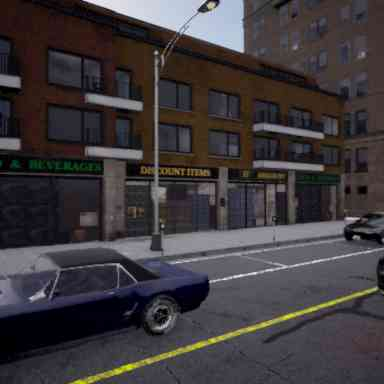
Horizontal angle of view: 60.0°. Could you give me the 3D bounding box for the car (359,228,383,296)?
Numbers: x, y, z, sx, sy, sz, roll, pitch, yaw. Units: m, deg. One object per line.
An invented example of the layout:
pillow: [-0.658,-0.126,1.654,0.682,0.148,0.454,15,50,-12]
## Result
car: [5.844,1.541,7.104,4.892,1.490,1.837,0,0,-34]

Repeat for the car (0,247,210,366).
car: [-2.102,1.639,5.227,4.718,1.301,1.895,0,0,-34]

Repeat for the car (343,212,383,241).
car: [9.113,1.652,16.003,4.313,1.339,1.947,0,0,-34]
